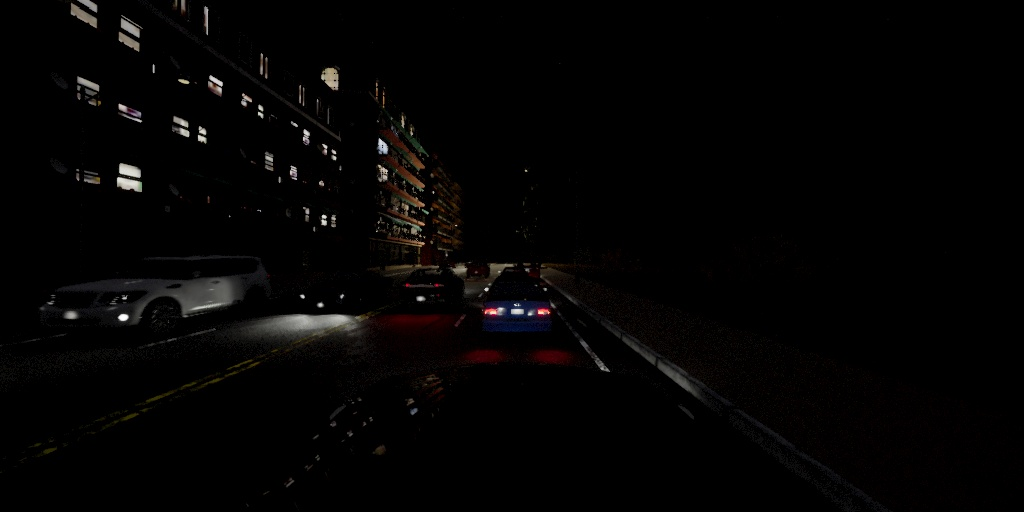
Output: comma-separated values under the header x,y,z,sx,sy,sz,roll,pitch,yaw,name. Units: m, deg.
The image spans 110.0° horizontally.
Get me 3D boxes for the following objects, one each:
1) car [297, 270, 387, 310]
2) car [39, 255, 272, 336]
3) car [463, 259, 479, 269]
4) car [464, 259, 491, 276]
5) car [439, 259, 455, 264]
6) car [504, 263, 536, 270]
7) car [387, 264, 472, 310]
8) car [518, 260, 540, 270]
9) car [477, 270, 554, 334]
x,y,z,sx,sy,sz,roll,pitch,yaw,name
-6.578,1.301,14.979,2.033,1.411,5.357,0,0,0,car
-9.834,0.974,10.762,2.150,2.045,5.566,0,0,0,car
-6.484,1.262,57.119,1.837,1.490,4.892,0,0,0,car
-3.088,1.234,33.632,1.882,1.535,5.008,0,0,0,car
-9.744,1.235,54.016,1.882,1.535,5.008,0,0,0,car
0.129,1.319,20.915,1.994,1.385,4.181,0,0,1,car
-3.127,1.243,14.737,2.128,1.511,4.902,0,0,0,car
1.189,1.107,29.849,2.097,1.767,4.553,0,0,0,car
0.117,1.300,10.582,2.033,1.411,5.357,0,0,0,car
